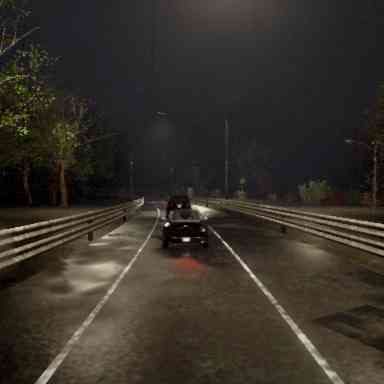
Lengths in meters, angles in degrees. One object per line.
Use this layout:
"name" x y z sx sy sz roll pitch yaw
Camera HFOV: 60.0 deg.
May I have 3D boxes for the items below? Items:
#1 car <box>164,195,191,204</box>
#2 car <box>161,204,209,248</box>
"car" -1.255 1.242 29.827 2.150 2.045 5.566 0 0 -5
"car" -0.314 1.511 14.754 1.837 1.490 4.892 0 0 -2
